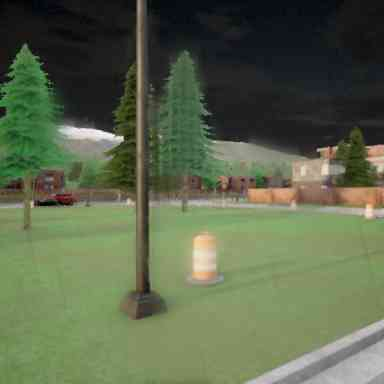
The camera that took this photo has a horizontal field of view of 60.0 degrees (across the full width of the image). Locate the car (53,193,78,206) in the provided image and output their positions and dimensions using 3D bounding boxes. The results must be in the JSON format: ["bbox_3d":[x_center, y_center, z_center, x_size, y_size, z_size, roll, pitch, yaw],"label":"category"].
[{"bbox_3d":[-20.808,1.155,52.011,5.566,2.045,2.150,-1,0,-37],"label":"car"}]

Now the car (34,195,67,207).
[{"bbox_3d":[-20.876,1.549,47.566,4.718,1.301,1.895,0,0,-36],"label":"car"}]
